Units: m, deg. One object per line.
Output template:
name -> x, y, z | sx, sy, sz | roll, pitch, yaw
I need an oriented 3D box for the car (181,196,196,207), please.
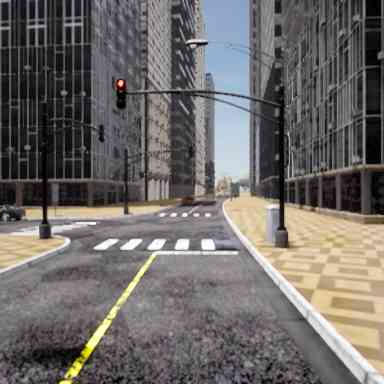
car -> -0.485, 1.343, 48.872 | 1.882, 1.535, 5.008 | 0, 1, 6

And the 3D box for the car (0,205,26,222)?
car -> -16.486, 1.775, 28.488 | 4.403, 1.369, 2.008 | -1, 1, 10
